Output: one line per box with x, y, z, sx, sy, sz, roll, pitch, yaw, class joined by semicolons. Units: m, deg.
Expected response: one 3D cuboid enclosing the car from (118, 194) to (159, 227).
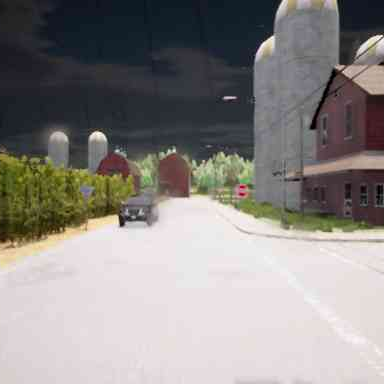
-3.584;1.200;23.236;2.150;2.045;5.566;0;0;0;car
